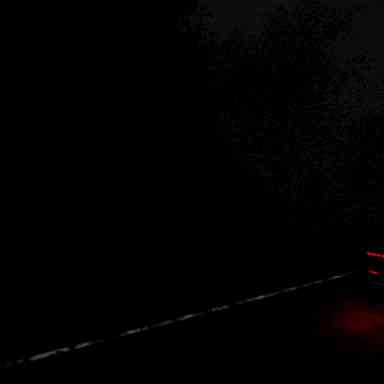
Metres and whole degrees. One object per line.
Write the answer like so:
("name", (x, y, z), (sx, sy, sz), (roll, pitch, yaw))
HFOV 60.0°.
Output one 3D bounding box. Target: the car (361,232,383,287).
("car", (5.968, 1.484, 8.003), (4.892, 1.490, 1.837), (0, 0, -35))
